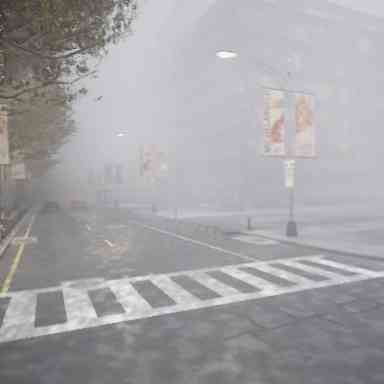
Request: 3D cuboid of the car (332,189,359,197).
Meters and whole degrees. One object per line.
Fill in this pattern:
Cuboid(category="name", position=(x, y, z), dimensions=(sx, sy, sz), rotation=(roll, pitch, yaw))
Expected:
Cuboid(category="car", position=(29.916, 0.341, 64.997), dimensions=(2.435, 2.045, 5.566), rotation=(-1, 0, -24))

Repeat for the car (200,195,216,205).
Cuboid(category="car", position=(2.634, 1.240, 52.302), dimensions=(2.161, 1.482, 4.786), rotation=(-1, 0, -24))

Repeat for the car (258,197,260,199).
Cuboid(category="car", position=(13.388, 1.089, 56.669), dimensions=(1.895, 1.301, 4.718), rotation=(-1, 0, -24))

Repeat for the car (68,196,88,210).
Cuboid(category="car", position=(-15.626, 1.643, 46.064), dimensions=(1.882, 1.535, 5.008), rotation=(-1, 0, -24))

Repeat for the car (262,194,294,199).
Cuboid(category="car", position=(11.381, 1.015, 42.857), dimensions=(2.002, 1.452, 4.674), rotation=(-1, 0, -24))

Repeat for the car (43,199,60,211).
Cuboid(category="car", position=(-18.894, 1.733, 44.700), dimensions=(1.837, 1.490, 4.892), rotation=(-1, 1, -24))
